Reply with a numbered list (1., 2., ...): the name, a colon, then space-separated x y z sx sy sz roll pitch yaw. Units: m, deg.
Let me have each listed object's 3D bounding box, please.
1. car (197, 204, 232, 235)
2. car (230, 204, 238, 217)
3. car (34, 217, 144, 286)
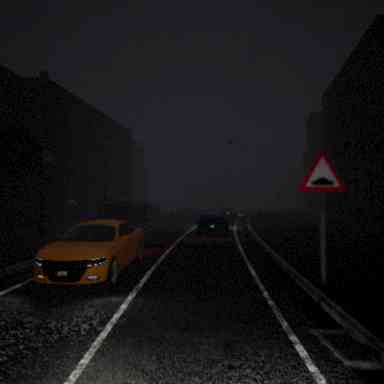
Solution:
1. car: 1.392 1.788 20.996 1.882 1.535 5.008 0 -1 6
2. car: 4.590 2.224 40.871 1.812 1.442 4.674 -1 -1 11
3. car: -2.739 1.574 9.881 1.882 1.535 5.008 0 -1 3
